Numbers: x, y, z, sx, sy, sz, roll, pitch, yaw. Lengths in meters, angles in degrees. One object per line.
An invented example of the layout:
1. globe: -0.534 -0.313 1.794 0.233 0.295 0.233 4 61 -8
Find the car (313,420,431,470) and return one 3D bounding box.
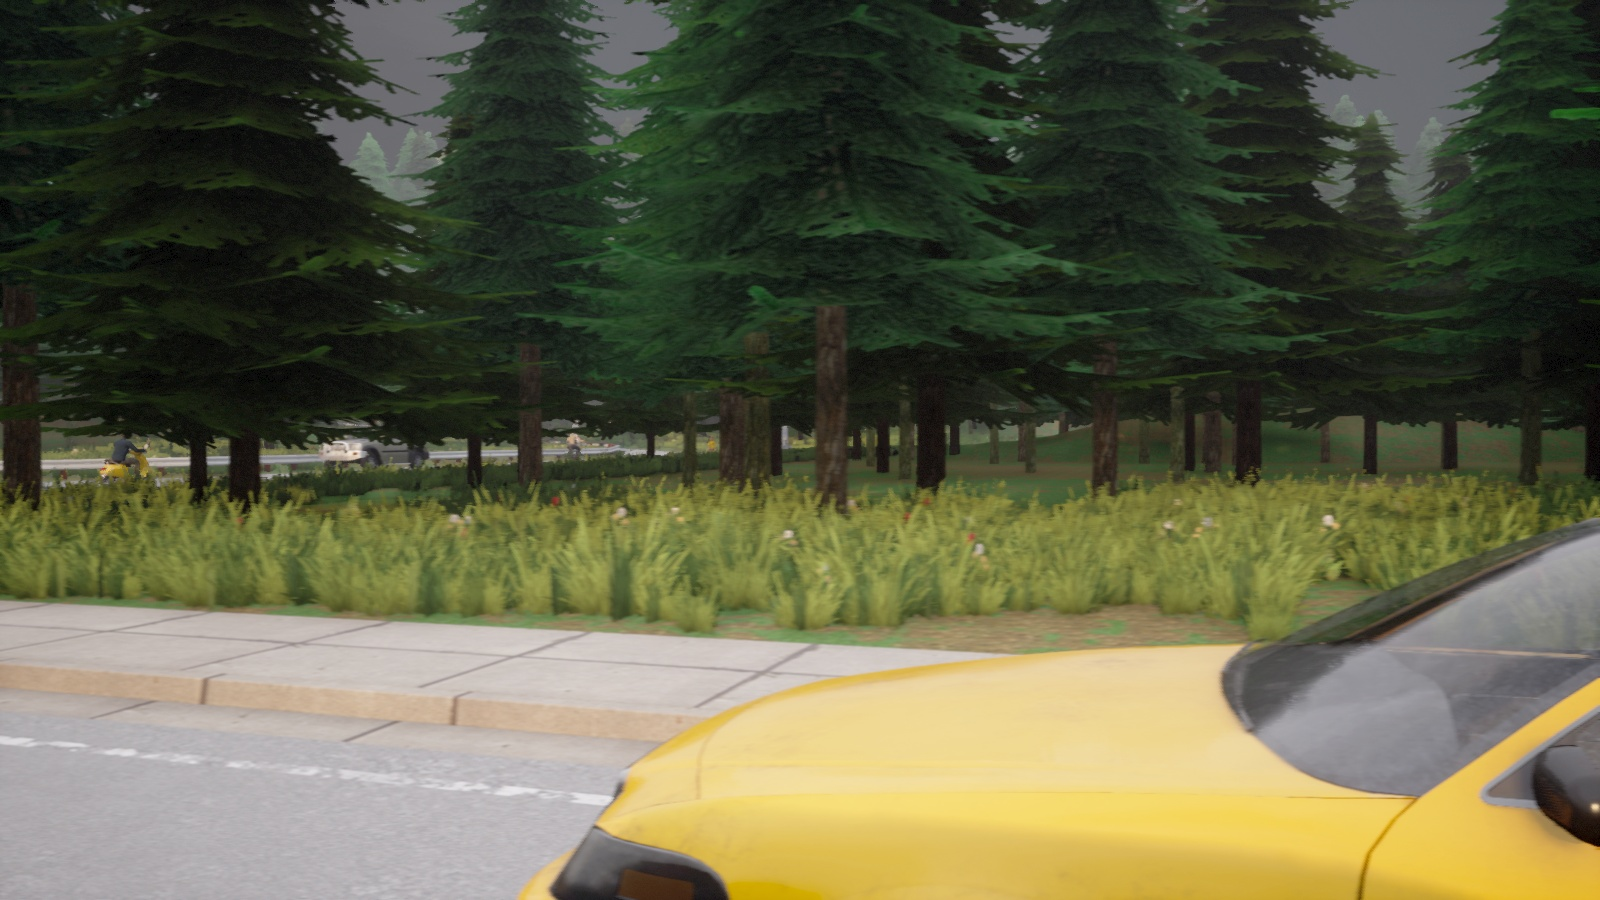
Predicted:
1. car: -16.469 -0.224 48.584 1.932 1.855 4.605 1 1 19

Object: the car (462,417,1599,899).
1. car: 2.167 0.734 2.463 5.366 1.575 1.801 1 1 19

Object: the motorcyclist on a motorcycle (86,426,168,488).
1. motorcyclist on a motorcycle: -17.793 0.154 33.239 0.866 1.590 1.817 1 1 18
